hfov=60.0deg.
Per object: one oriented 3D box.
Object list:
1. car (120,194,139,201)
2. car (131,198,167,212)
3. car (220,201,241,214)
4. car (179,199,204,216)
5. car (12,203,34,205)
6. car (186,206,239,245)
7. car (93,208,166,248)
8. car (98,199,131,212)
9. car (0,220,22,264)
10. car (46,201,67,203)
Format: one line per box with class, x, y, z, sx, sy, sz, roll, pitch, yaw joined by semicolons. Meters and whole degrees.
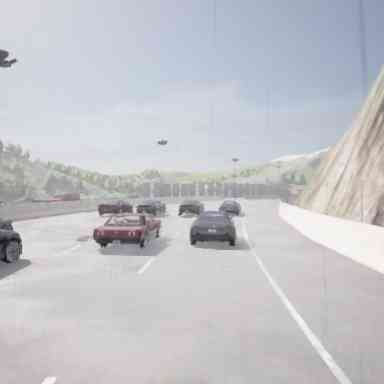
car;-14.668;1.320;78.252;1.882;1.535;5.008;0;0;24
car;-3.741;1.471;31.231;1.837;1.490;4.892;0;0;11
car;3.890;1.546;33.567;1.994;1.385;4.181;0;0;12
car;0.008;1.479;32.167;1.837;1.490;4.892;0;0;11
car;-19.713;1.522;41.196;1.895;1.301;4.718;0;0;13
car;1.028;1.554;15.595;1.994;1.385;4.181;0;0;6
car;-2.607;1.583;14.675;1.895;1.301;4.718;0;0;5
car;-7.192;1.435;31.823;1.882;1.535;5.008;0;0;11
car;-6.542;1.469;8.941;2.128;1.511;4.902;0;0;3
car;-16.078;1.152;41.394;2.150;2.045;5.566;0;0;13
